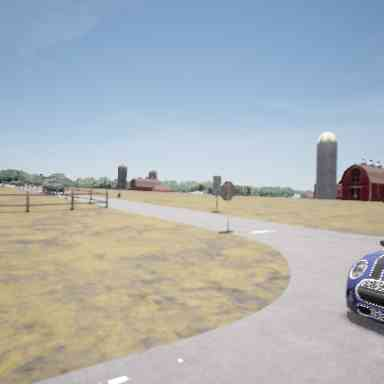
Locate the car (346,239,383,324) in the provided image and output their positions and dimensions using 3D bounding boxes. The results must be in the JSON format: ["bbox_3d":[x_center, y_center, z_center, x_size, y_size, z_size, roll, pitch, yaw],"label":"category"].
[{"bbox_3d":[5.035,1.379,6.519,4.553,1.767,2.097,-2,1,-35],"label":"car"}]

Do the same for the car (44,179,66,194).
[{"bbox_3d":[-20.272,-0.814,48.755,2.150,2.045,5.566,2,1,-36],"label":"car"}]
